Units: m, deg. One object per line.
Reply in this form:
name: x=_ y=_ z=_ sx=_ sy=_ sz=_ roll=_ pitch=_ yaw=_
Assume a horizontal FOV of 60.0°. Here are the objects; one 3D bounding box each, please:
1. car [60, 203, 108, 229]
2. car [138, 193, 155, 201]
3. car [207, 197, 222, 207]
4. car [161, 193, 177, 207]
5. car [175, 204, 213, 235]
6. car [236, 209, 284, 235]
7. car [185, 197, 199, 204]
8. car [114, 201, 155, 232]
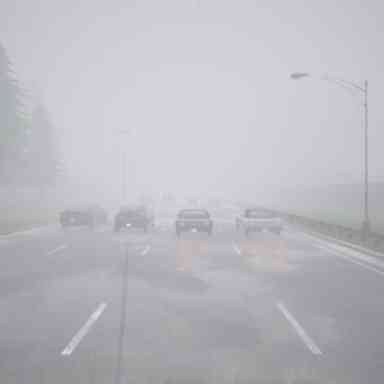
car: x=-6.901 y=1.468 z=21.726 sx=1.882 sy=1.535 sz=5.008 roll=0 pitch=0 yaw=0
car: x=-7.002 y=1.199 z=51.391 sx=2.150 sy=2.045 sz=5.566 roll=0 pitch=0 yaw=0
car: x=3.498 y=1.482 z=51.358 sx=1.837 sy=1.490 sz=4.892 roll=0 pitch=0 yaw=0
car: x=-3.502 y=1.199 z=51.388 sx=2.150 sy=2.045 sz=5.566 roll=0 pitch=0 yaw=0
car: x=0.099 y=1.593 z=18.598 sx=1.895 sy=1.301 sz=4.718 roll=0 pitch=0 yaw=0
car: x=3.599 y=1.593 z=18.608 sx=1.895 sy=1.301 sz=4.718 roll=0 pitch=0 yaw=0
car: x=-0.002 y=1.482 z=51.358 sx=1.837 sy=1.490 sz=4.892 roll=0 pitch=0 yaw=0
car: x=-3.401 y=1.496 z=20.202 sx=1.837 sy=1.490 sz=4.892 roll=0 pitch=0 yaw=0
